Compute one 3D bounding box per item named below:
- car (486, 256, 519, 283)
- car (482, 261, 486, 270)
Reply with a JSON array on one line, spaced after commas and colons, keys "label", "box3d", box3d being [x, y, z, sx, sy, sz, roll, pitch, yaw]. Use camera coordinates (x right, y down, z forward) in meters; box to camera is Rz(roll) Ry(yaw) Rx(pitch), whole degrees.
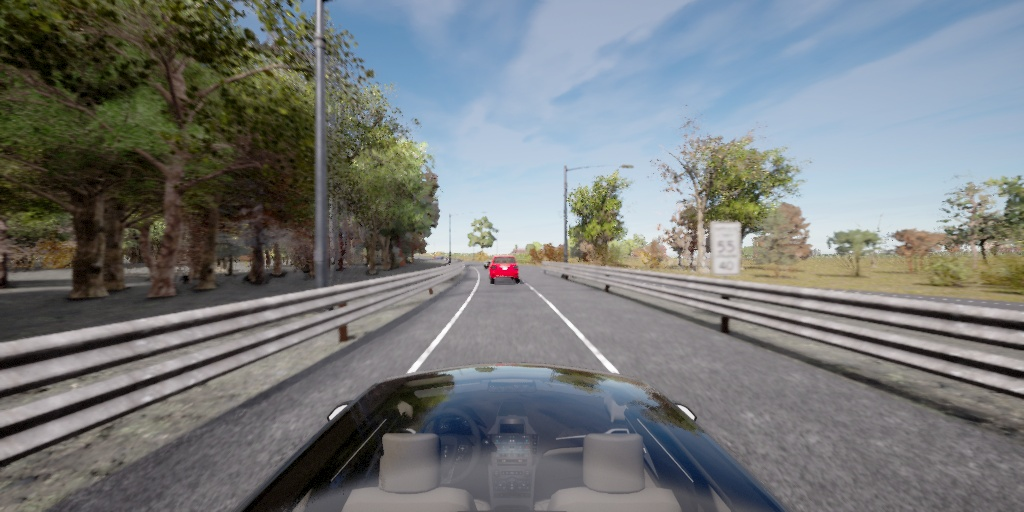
[{"label": "car", "box3d": [-0.716, 0.983, 28.204, 2.150, 2.045, 5.566, 0, 0, -4]}, {"label": "car", "box3d": [-3.442, 1.374, 54.417, 1.895, 1.301, 4.718, 0, 0, -9]}]
